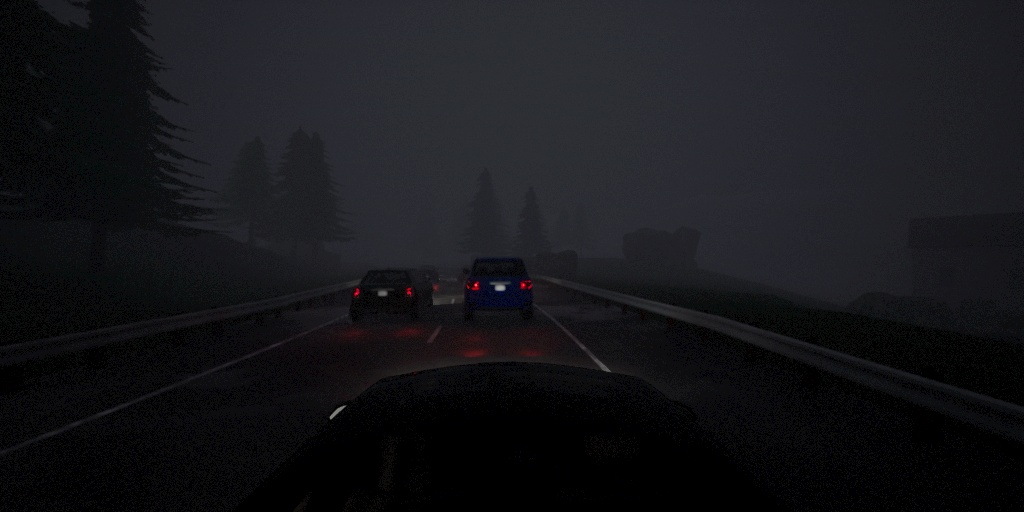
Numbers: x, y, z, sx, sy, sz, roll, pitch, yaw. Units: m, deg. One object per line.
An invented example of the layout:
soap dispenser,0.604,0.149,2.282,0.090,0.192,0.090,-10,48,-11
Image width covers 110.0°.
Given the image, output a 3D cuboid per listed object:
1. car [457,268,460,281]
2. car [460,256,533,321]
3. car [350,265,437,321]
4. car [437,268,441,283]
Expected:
car,-3.575,1.487,30.338,1.994,1.385,4.181,0,0,-13
car,-0.598,1.037,13.081,2.150,2.045,5.566,0,0,-6
car,-4.158,1.182,13.094,2.097,1.767,4.553,0,0,-5
car,-7.194,1.464,30.483,1.812,1.442,4.674,0,0,-14
